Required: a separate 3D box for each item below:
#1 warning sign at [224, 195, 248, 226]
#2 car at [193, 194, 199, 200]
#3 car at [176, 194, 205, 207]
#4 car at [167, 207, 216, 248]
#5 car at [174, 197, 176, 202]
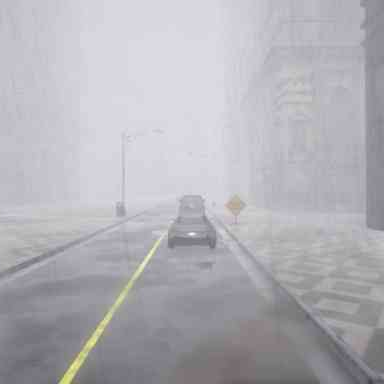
[{"bbox_3d":[2.705,1.112,20.494,1.300,1.860,1.060,-1,-1,0],"label":"warning sign"},{"bbox_3d":[1.049,1.436,90.676,1.801,1.575,5.366,0,0,0],"label":"car"},{"bbox_3d":[0.000,1.249,29.683,2.150,2.045,5.566,0,0,0],"label":"car"},{"bbox_3d":[0.000,1.572,14.651,1.994,1.385,4.181,0,0,0],"label":"car"},{"bbox_3d":[-3.000,1.458,76.722,2.033,1.411,5.357,0,0,0],"label":"car"}]
